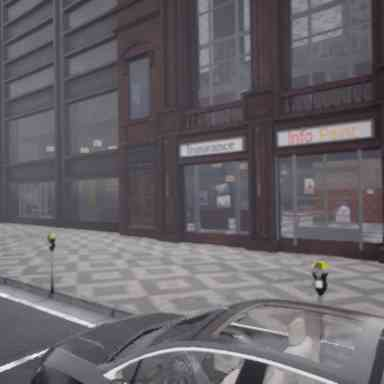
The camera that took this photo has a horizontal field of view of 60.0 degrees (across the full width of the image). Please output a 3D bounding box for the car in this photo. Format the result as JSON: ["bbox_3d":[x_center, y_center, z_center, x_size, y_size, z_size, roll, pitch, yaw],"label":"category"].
[{"bbox_3d":[0.504,1.560,2.497,4.403,1.369,2.008,-1,-1,36],"label":"car"}]
